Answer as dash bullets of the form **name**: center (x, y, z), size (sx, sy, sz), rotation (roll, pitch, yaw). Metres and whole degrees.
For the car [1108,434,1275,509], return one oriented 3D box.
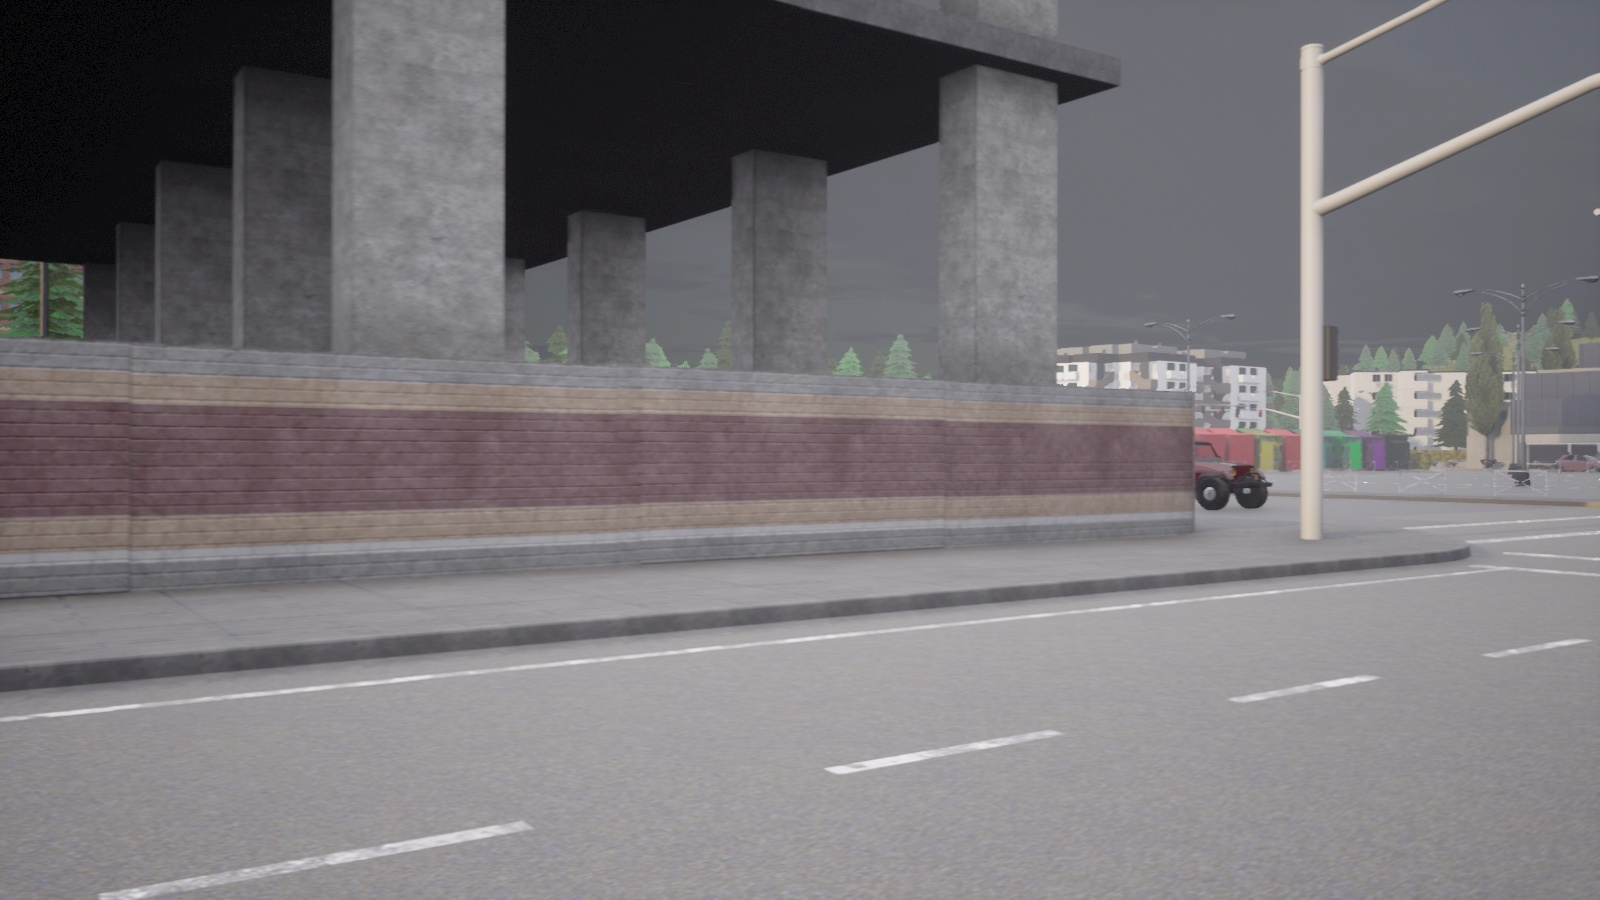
- **car**: center (10.321, 0.544, 33.329), size (1.905, 1.878, 3.866), rotation (0, 0, -35)
